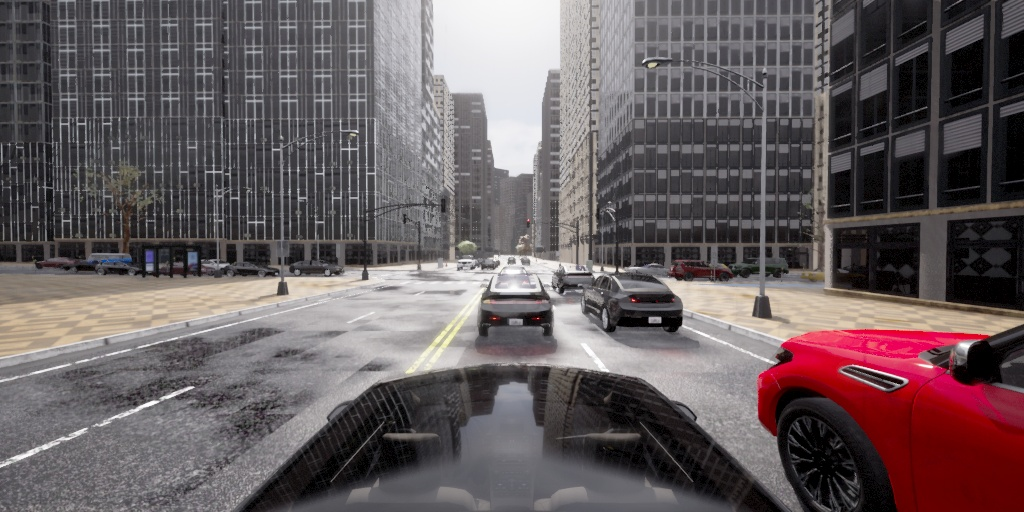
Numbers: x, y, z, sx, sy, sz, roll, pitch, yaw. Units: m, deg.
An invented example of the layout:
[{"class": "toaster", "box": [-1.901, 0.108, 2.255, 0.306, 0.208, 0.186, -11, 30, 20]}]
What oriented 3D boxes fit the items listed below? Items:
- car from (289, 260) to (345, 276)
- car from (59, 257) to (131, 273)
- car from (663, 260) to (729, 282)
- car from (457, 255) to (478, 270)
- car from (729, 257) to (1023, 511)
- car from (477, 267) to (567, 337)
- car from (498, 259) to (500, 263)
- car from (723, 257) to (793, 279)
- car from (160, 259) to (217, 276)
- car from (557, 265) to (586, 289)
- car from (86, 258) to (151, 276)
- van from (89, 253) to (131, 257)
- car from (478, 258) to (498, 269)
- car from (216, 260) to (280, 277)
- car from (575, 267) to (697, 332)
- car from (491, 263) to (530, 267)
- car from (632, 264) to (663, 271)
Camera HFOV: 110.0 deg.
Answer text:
[{"class": "car", "box": [-18.439, 1.108, 34.000, 4.892, 1.490, 1.837, 1, 1, 2]}, {"class": "car", "box": [-39.733, 1.010, 34.439, 4.718, 1.301, 1.895, 1, 1, 1]}, {"class": "car", "box": [16.165, 1.269, 30.904, 5.009, 1.841, 2.192, 0, 0, 1]}, {"class": "car", "box": [-6.638, 0.935, 52.526, 2.150, 2.045, 5.566, 0, 0, 0]}, {"class": "car", "box": [3.348, 0.972, 0.934, 2.150, 2.045, 5.566, 0, 0, 0]}, {"class": "car", "box": [0.091, 1.238, 10.303, 2.128, 1.511, 4.902, 0, 0, 0]}, {"class": "car", "box": [-3.390, 1.267, 61.663, 1.994, 1.385, 4.181, 0, 0, 0]}, {"class": "car", "box": [24.959, 1.160, 36.534, 5.566, 2.045, 2.150, 1, 1, 1]}, {"class": "car", "box": [-28.445, 1.138, 31.522, 4.207, 1.307, 1.802, 0, 0, 1]}, {"class": "car", "box": [3.333, 1.232, 20.046, 2.128, 1.511, 4.902, 0, 0, 0]}, {"class": "car", "box": [-34.125, 1.069, 31.690, 4.313, 1.339, 1.948, 0, 0, 1]}, {"class": "van", "box": [-45.325, 0.604, 40.339, 3.998, 1.789, 1.690, 0, 0, 1]}, {"class": "car", "box": [-3.388, 1.192, 52.077, 1.882, 1.535, 5.008, 0, 0, 0]}, {"class": "car", "box": [-22.760, 1.173, 31.394, 4.313, 1.339, 1.948, 0, 0, 1]}, {"class": "car", "box": [3.340, 1.251, 10.798, 1.837, 1.490, 4.892, 0, 0, 0]}, {"class": "car", "box": [0.083, 1.288, 20.038, 2.033, 1.411, 5.357, 0, 0, 0]}, {"class": "car", "box": [13.954, 1.442, 36.685, 4.718, 1.301, 1.895, 1, 1, 0]}]
